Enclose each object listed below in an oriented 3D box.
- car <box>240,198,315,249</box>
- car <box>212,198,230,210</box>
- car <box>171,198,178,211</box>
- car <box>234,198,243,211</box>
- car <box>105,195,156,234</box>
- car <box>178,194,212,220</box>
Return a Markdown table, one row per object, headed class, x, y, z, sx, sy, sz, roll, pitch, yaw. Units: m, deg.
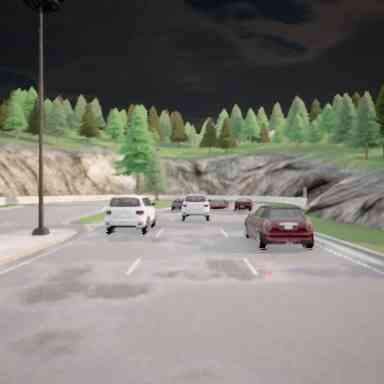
| class | x | y | z | sx | sy | sz | roll | pitch | yaw |
| --- | --- | --- | --- | --- | --- | --- | --- | --- | --- |
| car | 3.600 | 1.325 | 14.502 | 2.097 | 1.767 | 4.553 | 0 | 0 | 0 |
| car | 3.509 | 1.486 | 41.996 | 1.994 | 1.385 | 4.181 | 0 | 0 | 16 |
| car | -0.968 | 1.419 | 39.022 | 2.128 | 1.511 | 4.902 | 0 | 0 | 15 |
| car | 6.081 | 1.406 | 38.424 | 1.882 | 1.535 | 5.008 | 0 | 0 | 16 |
| car | -3.383 | 1.185 | 19.197 | 2.150 | 2.045 | 5.566 | 0 | 0 | 0 |
| car | 0.394 | 1.172 | 27.503 | 2.150 | 2.045 | 5.566 | 0 | 0 | 3 |
